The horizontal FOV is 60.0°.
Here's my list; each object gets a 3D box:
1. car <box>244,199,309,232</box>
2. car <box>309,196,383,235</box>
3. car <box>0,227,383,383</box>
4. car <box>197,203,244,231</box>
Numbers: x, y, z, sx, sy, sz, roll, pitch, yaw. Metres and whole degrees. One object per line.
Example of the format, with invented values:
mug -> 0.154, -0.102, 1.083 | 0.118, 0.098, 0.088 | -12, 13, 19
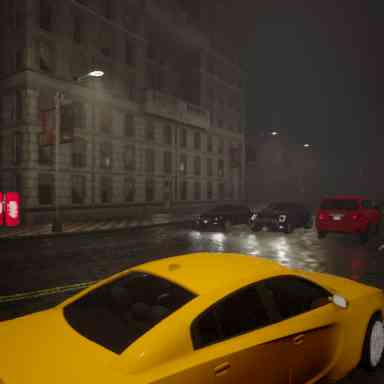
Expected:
car -> 5.135, 1.340, 18.955 | 2.097, 1.767, 4.553 | 0, 0, 38
car -> 7.944, 1.217, 16.727 | 2.150, 2.045, 5.566 | 0, 0, 36
car -> 0.464, 1.475, 3.832 | 5.008, 1.535, 1.882 | 0, 0, -39
car -> 2.268, 1.493, 20.961 | 1.837, 1.490, 4.892 | 0, 0, 38
